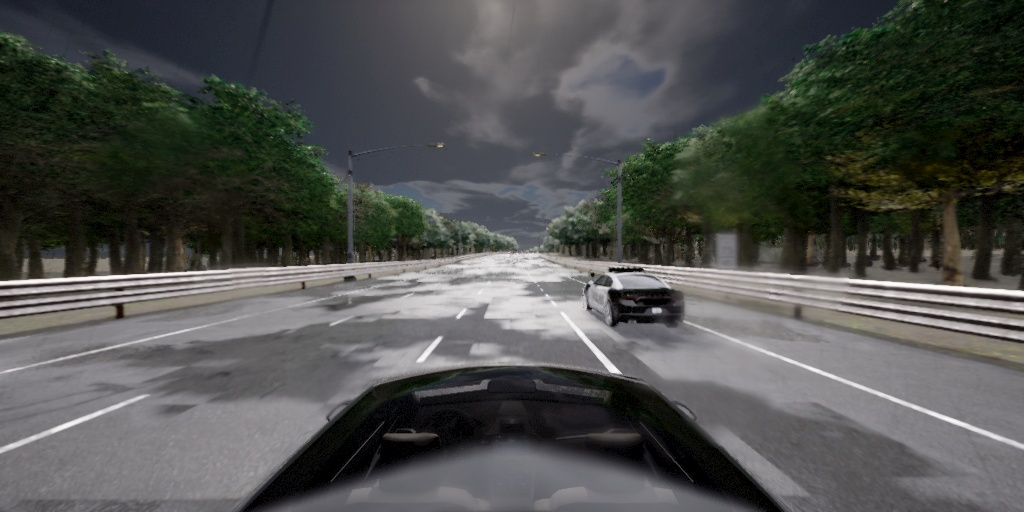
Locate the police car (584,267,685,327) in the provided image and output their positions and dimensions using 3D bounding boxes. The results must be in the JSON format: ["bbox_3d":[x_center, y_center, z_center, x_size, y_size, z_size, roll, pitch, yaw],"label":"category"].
[{"bbox_3d":[3.624,1.178,11.615,1.930,1.638,5.238,0,0,-1],"label":"police car"}]
